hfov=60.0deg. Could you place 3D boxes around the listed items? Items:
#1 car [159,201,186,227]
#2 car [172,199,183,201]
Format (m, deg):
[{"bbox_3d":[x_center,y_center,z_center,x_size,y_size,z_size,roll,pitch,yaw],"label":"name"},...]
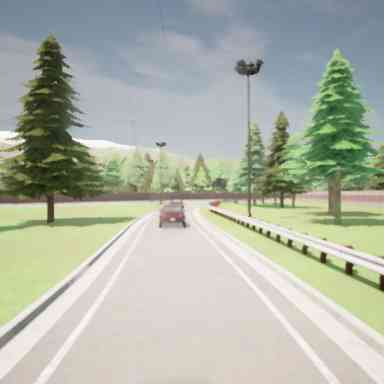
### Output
[{"bbox_3d":[-1.423,1.643,23.991,1.812,1.442,4.674,0,0,-4],"label":"car"},{"bbox_3d":[-1.858,1.697,42.816,2.128,1.511,4.902,0,0,2],"label":"car"}]
